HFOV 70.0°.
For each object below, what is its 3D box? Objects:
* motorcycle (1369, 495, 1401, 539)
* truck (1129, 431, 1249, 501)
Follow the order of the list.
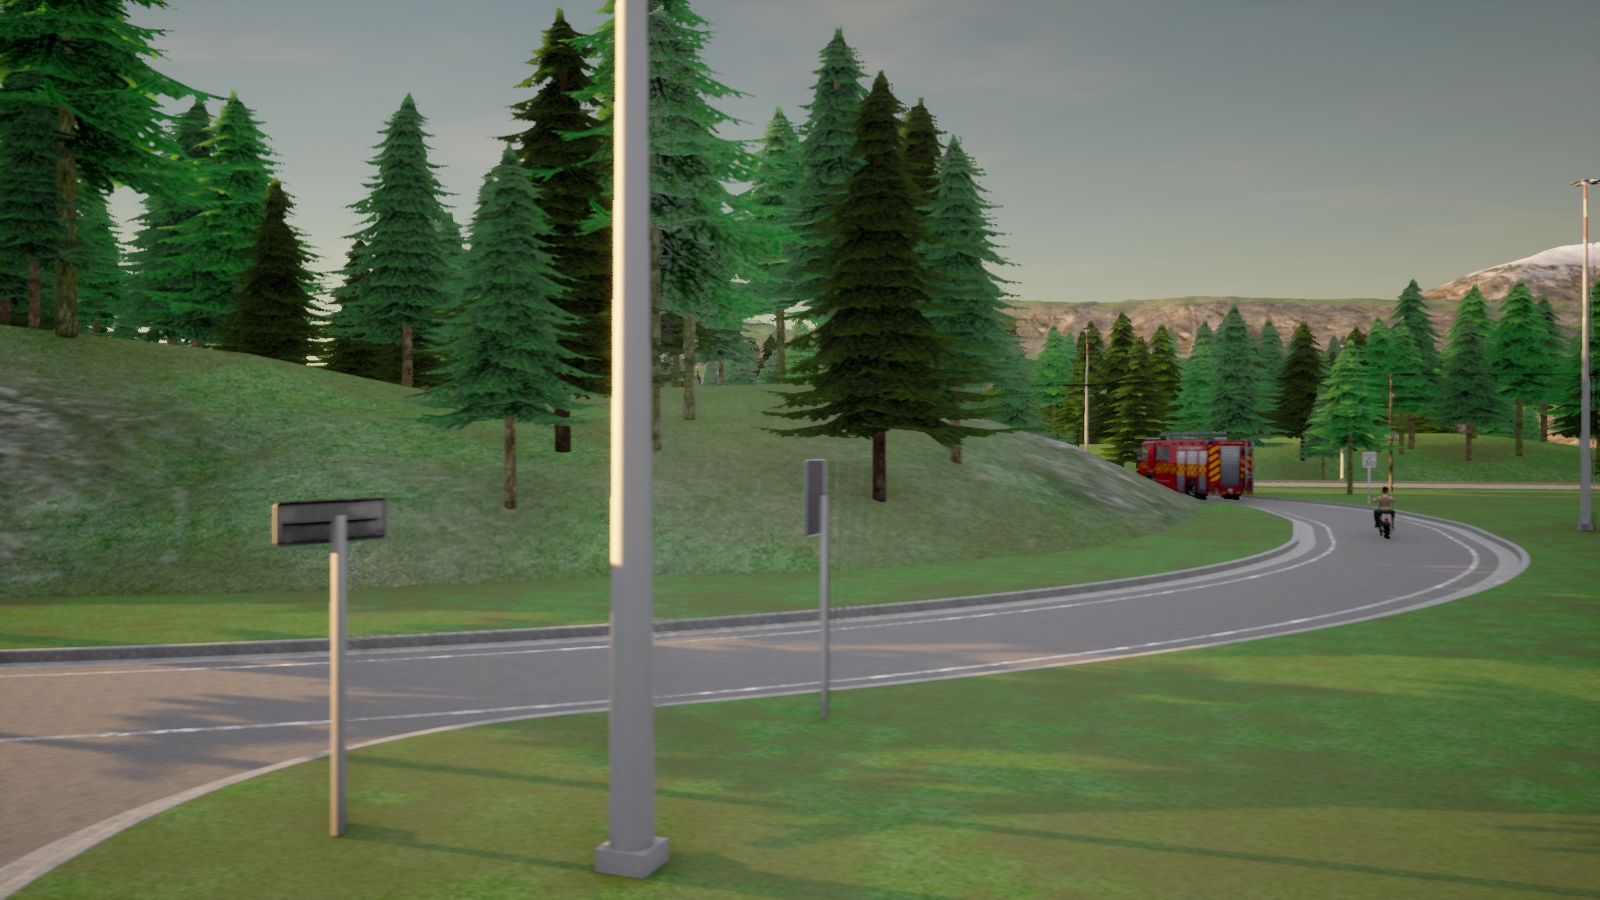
[{"bbox_3d":[18.989,2.155,37.125,0.764,1.307,2.356,-1,0,24],"label":"motorcycle"},{"bbox_3d":[22.575,0.890,66.987,2.891,3.827,8.468,0,0,-10],"label":"truck"}]
